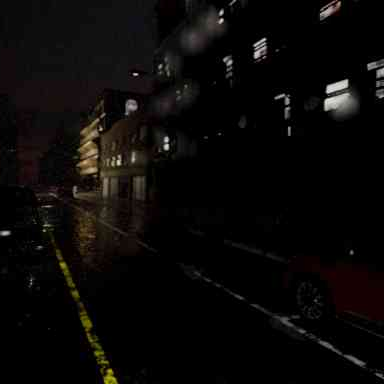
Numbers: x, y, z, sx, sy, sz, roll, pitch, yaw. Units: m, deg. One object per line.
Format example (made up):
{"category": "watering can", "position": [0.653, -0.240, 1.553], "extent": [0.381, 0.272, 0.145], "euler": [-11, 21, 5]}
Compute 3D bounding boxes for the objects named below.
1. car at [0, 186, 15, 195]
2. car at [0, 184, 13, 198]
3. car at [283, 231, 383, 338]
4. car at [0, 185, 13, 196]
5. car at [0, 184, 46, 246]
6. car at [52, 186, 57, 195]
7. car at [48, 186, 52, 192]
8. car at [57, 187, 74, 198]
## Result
{"category": "car", "position": [-31.261, -0.245, 56.389], "extent": [1.887, 1.381, 4.507], "euler": [1, 1, -26]}
{"category": "car", "position": [-26.312, -0.167, 46.258], "extent": [2.192, 1.841, 5.009], "euler": [1, 1, -26]}
{"category": "car", "position": [3.466, 1.298, 4.364], "extent": [2.192, 1.841, 5.009], "euler": [1, 1, -26]}
{"category": "car", "position": [-28.786, -0.196, 51.323], "extent": [1.967, 1.590, 4.097], "euler": [1, 1, -26]}
{"category": "car", "position": [-6.998, 0.809, 12.828], "extent": [2.150, 2.045, 5.566], "euler": [1, 2, -26]}
{"category": "car", "position": [-23.729, -0.159, 60.063], "extent": [1.887, 1.381, 4.507], "euler": [1, 1, -26]}
{"category": "car", "position": [-33.615, -0.770, 80.315], "extent": [2.008, 1.369, 4.403], "euler": [1, 1, -26]}
{"category": "car", "position": [-18.860, 0.125, 50.089], "extent": [1.752, 1.417, 4.829], "euler": [1, 1, -26]}
